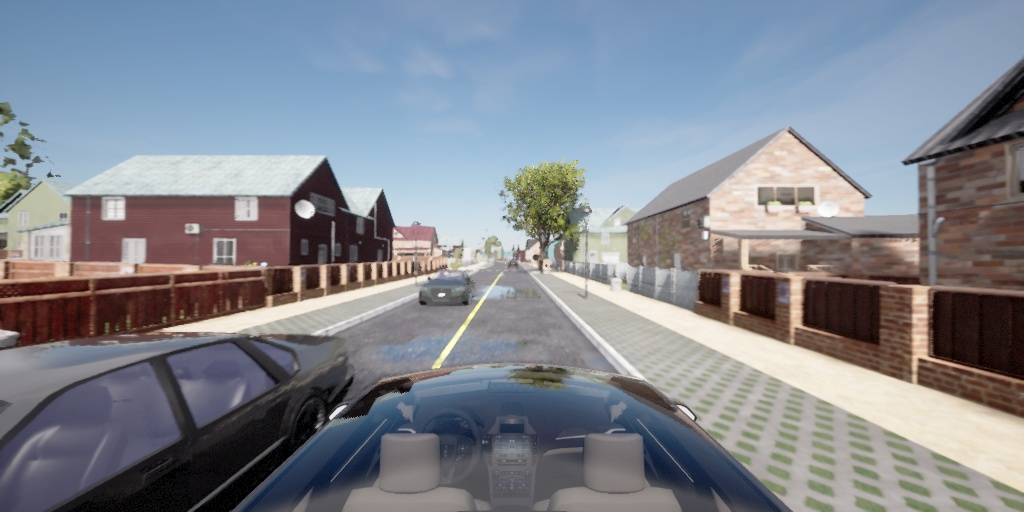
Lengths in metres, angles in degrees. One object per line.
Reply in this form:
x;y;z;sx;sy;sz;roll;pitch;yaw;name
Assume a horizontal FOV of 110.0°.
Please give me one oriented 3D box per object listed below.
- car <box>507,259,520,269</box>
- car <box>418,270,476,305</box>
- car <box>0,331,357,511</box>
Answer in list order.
0.172;1.370;60.106;1.837;1.490;4.892;0;0;0;car
-2.719;1.317;15.836;1.994;1.385;4.181;0;0;0;car
-2.847;1.293;2.140;2.033;1.411;5.357;0;0;0;car
